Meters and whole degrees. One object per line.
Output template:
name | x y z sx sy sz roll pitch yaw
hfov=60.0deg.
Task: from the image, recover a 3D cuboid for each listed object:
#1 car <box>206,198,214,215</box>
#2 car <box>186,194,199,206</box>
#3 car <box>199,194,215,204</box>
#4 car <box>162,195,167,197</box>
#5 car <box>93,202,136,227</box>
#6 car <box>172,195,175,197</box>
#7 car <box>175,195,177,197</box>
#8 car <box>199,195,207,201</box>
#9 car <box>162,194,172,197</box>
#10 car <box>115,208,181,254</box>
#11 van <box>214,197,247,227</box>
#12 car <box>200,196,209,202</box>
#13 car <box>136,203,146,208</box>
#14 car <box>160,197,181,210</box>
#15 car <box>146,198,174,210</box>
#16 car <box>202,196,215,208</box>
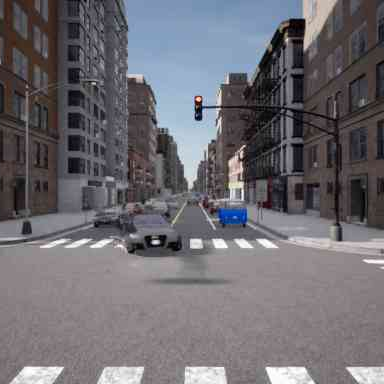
car | 2.676 1.580 33.844 1.802 1.307 4.206 0 0 0
car | 0.168 1.479 55.380 2.128 1.511 4.902 0 0 0
car | 2.696 1.306 50.889 2.192 1.841 5.009 0 0 0
car | -5.330 1.556 50.892 1.947 1.339 4.313 0 0 0
car | -5.362 1.550 22.483 2.008 1.369 4.403 0 0 0
car | -5.310 1.293 67.937 2.192 1.841 5.009 0 0 0
car | -5.297 1.410 79.301 1.967 1.590 4.097 0 0 0
car | 2.734 1.532 84.976 1.947 1.339 4.313 0 0 0
car | -5.317 1.548 62.256 1.947 1.339 4.313 0 0 0
car | -1.837 1.561 13.514 1.994 1.385 4.181 0 0 -17
van | 2.663 1.340 22.482 1.690 1.788 3.998 0 0 0
car | 2.721 1.525 73.614 2.008 1.369 4.403 0 0 0
car | -5.356 1.543 28.164 1.887 1.381 4.507 0 0 0
car | -2.791 1.597 42.181 1.895 1.301 4.718 0 0 0
car | -2.816 1.524 29.119 1.812 1.442 4.674 0 0 0
car | 2.689 1.577 45.207 1.802 1.307 4.206 0 0 0
